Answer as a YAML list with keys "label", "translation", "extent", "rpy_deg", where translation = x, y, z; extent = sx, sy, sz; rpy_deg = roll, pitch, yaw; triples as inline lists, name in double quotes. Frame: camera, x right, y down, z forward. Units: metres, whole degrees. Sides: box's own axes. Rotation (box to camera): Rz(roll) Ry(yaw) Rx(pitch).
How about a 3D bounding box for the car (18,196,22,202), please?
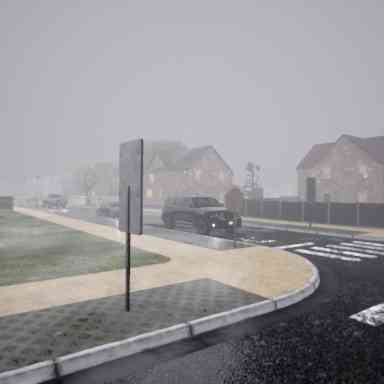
- label: "car"
  translation: [-41.094, 1.707, 81.085]
  extent: [2.128, 1.511, 4.902]
  rpy_deg: [1, -1, -36]

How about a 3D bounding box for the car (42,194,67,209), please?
- label: "car"
  translation: [-19.015, 1.234, 45.861]
  extent: [2.150, 2.045, 5.566]
  rpy_deg: [1, -1, -36]

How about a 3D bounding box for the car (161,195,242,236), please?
- label: "car"
  translation: [0.342, 1.205, 18.938]
  extent: [2.150, 2.045, 5.566]
  rpy_deg: [1, -1, -36]

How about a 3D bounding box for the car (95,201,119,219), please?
- label: "car"
  translation: [-6.726, 1.524, 28.704]
  extent: [2.033, 1.411, 5.357]
  rpy_deg: [1, 0, -36]

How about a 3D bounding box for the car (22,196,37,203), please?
- label: "car"
  translation: [-35.084, 1.562, 72.781]
  extent: [2.128, 1.511, 4.902]
  rpy_deg: [1, -1, -36]
